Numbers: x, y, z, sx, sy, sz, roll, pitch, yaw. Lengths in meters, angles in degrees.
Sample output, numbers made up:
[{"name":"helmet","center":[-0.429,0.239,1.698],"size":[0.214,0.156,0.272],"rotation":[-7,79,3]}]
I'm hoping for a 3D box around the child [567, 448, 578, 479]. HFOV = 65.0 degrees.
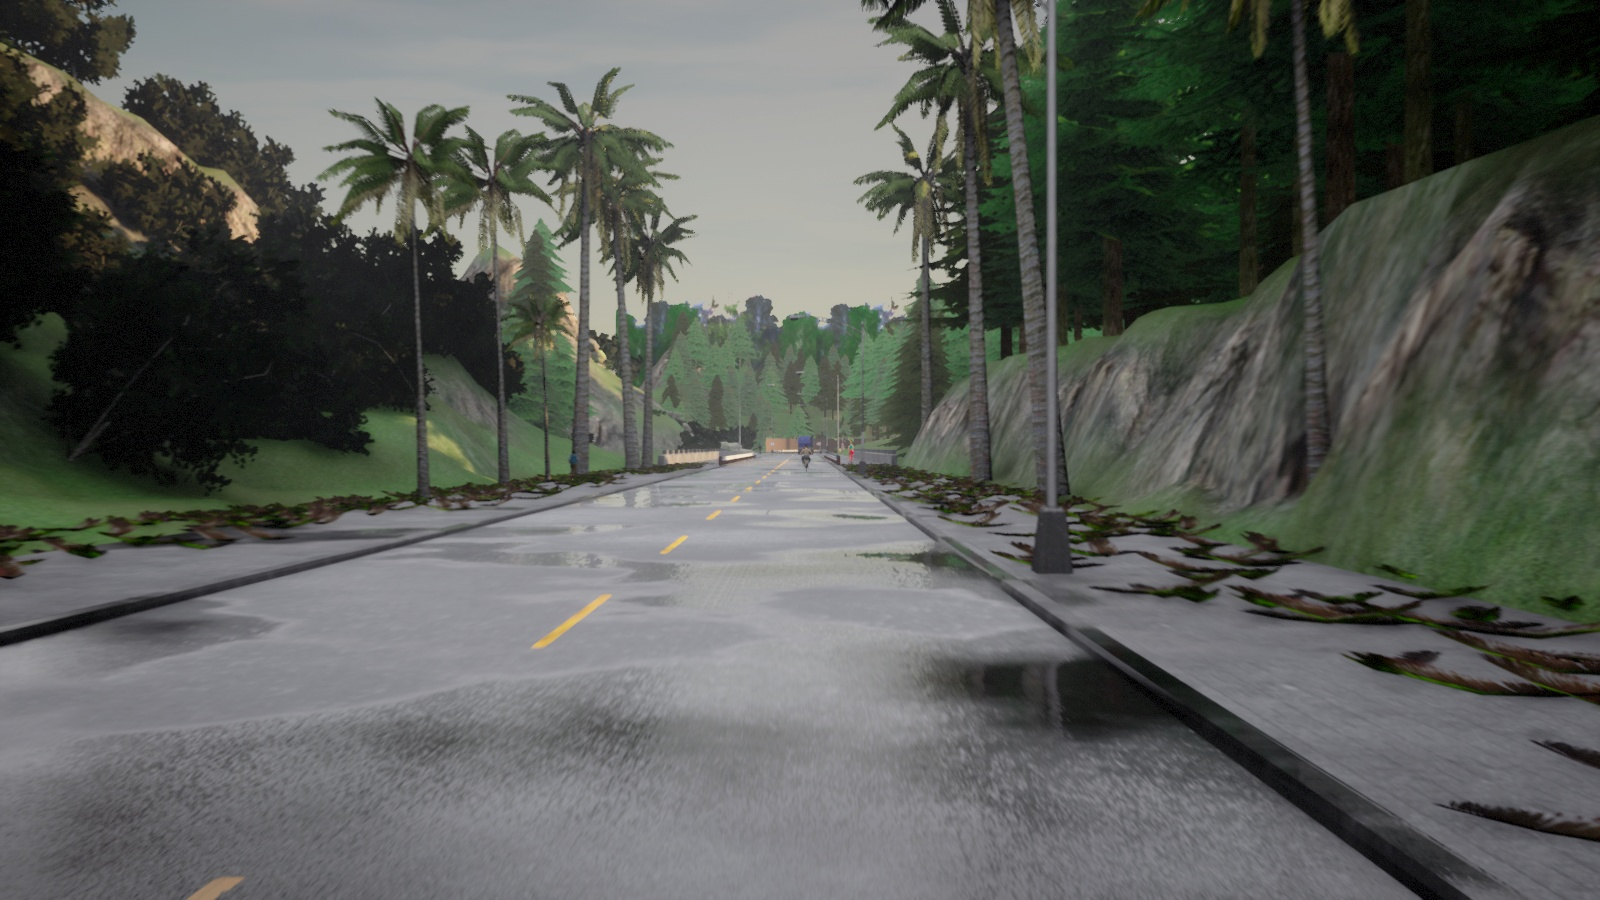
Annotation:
[{"name":"child","center":[-8.996,0.533,49.572],"size":[0.343,1.192,0.448],"rotation":[0,0,1]}]
